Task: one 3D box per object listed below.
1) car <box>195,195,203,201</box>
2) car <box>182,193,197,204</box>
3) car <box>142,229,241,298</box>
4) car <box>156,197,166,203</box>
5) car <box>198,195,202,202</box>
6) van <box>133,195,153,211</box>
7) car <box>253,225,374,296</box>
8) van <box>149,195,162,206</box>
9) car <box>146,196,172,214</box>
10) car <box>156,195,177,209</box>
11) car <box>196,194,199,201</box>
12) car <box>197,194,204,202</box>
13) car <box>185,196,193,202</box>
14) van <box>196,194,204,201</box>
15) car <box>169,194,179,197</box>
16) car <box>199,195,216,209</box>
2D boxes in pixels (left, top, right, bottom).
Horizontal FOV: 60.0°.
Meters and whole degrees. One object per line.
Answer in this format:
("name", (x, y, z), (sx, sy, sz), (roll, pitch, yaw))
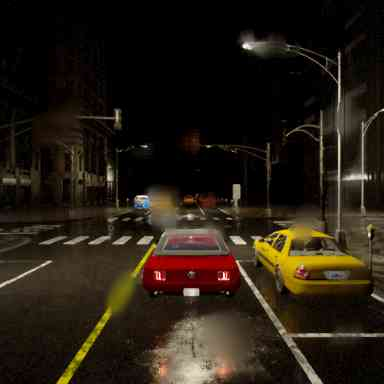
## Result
("car", (1.994, 1.613, 90.673), (2.008, 1.369, 4.403), (0, 0, 0))
("car", (-0.558, 1.515, 65.741), (1.882, 1.535, 5.008), (0, 0, 0))
("car", (-0.007, 1.602, 8.487), (1.895, 1.301, 4.718), (0, 0, 0))
("car", (-6.357, 1.622, 68.515), (1.802, 1.307, 4.206), (0, 0, 0))
("car", (2.335, 1.568, 51.996), (1.887, 1.381, 4.507), (0, 0, 0))
("van", (-6.125, 1.356, 40.891), (1.690, 1.788, 3.998), (0, 0, 0))
("car", (2.701, 1.526, 8.549), (1.752, 1.417, 4.829), (0, 0, 0))
("van", (-6.265, 1.370, 57.465), (1.690, 1.788, 3.998), (0, 0, 0))
("car", (-3.389, 1.489, 35.251), (1.882, 1.535, 5.008), (0, 0, -2))
("car", (-3.477, 1.510, 45.138), (2.128, 1.511, 4.902), (0, 0, 0))
("car", (2.236, 1.560, 63.217), (1.752, 1.417, 4.829), (0, 0, 0))
("car", (2.286, 1.574, 57.521), (1.887, 1.381, 4.507), (0, 0, 0))
("car", (-0.648, 1.493, 76.190), (1.895, 1.301, 4.718), (0, 0, 0))
("van", (2.042, 1.398, 85.148), (1.690, 1.788, 3.998), (0, 0, 0))
("car", (-3.553, 1.532, 55.271), (1.837, 1.490, 4.892), (0, 0, -1))
("car", (2.384, 1.564, 46.471), (1.887, 1.381, 4.507), (0, 0, 0))
